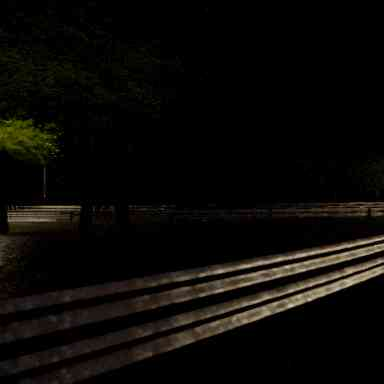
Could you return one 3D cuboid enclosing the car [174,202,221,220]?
[{"bbox_3d":[0.590,2.180,39.489,5.566,2.045,2.150,-1,0,-1],"label":"car"}]
